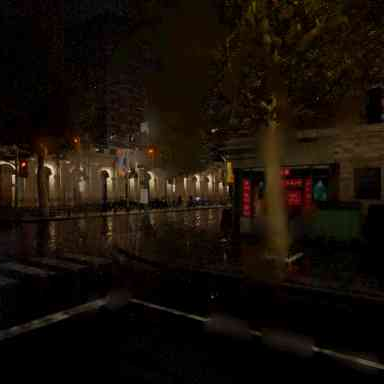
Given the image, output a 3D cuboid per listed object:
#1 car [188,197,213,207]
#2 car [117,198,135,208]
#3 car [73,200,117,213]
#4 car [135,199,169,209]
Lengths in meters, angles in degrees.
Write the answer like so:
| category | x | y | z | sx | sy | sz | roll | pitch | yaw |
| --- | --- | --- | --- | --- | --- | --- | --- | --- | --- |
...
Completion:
| category | x | y | z | sx | sy | sz | roll | pitch | yaw |
| --- | --- | --- | --- | --- | --- | --- | --- | --- | --- |
| car | 1.318 | 1.547 | 52.545 | 2.033 | 1.411 | 5.357 | 0 | 0 | 36 |
| car | -10.235 | 1.595 | 47.907 | 1.895 | 1.301 | 4.718 | 0 | 0 | 36 |
| car | -10.694 | 1.564 | 35.895 | 1.994 | 1.385 | 4.181 | 0 | 0 | 36 |
| car | -4.934 | 1.564 | 43.901 | 1.994 | 1.385 | 4.181 | 0 | 0 | 35 |
